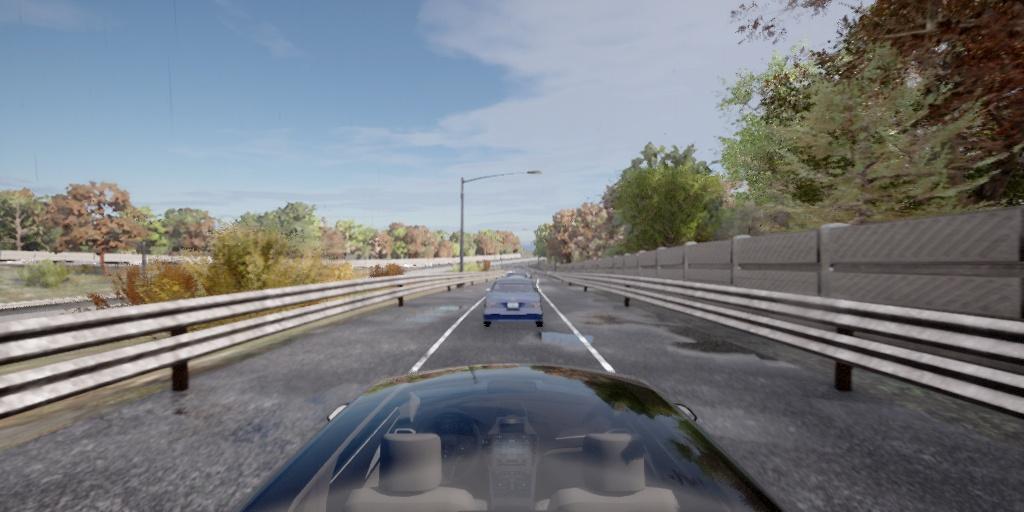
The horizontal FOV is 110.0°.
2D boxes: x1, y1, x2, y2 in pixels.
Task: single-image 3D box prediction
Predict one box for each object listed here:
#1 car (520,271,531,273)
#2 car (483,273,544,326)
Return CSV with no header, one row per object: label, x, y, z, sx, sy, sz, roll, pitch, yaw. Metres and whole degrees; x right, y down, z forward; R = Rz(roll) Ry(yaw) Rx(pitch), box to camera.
car,0.312,1.769,22.867,1.812,1.442,4.674,0,-2,2
car,0.062,1.442,12.256,2.033,1.411,5.357,0,-1,1
